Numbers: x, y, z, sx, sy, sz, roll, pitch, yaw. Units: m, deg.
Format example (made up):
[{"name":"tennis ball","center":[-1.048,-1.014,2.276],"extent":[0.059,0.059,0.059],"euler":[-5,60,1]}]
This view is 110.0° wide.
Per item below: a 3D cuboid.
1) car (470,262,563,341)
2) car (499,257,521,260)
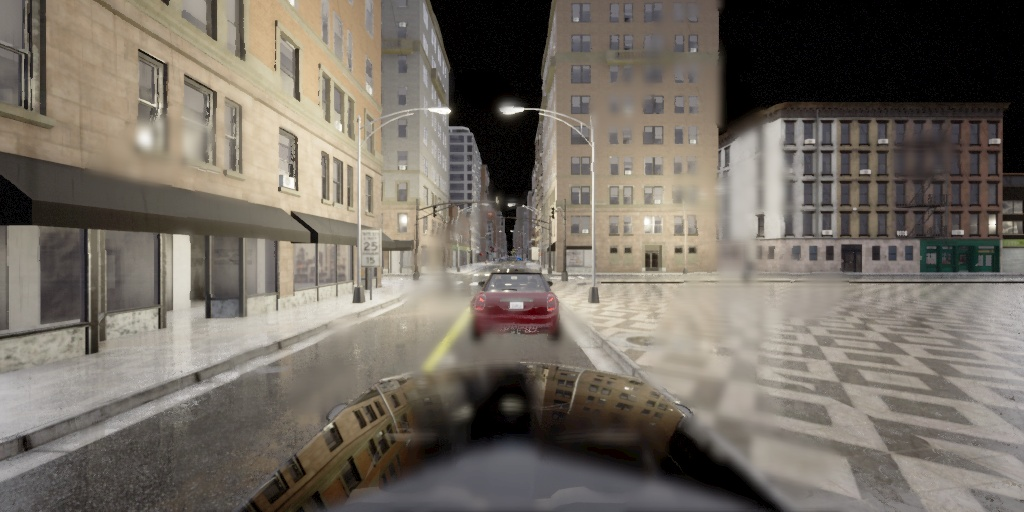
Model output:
[{"name":"car","center":[0.102,1.102,9.977],"extent":[2.097,1.767,4.553],"euler":[0,0,0]},{"name":"car","center":[0.051,1.101,19.793],"extent":[2.097,1.767,4.553],"euler":[0,0,-1]}]
